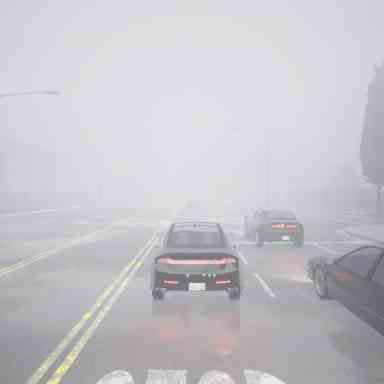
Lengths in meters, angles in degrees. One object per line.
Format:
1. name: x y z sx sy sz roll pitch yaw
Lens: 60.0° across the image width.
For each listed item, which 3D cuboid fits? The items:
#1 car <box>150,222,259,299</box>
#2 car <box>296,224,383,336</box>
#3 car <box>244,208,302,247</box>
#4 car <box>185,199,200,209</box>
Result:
1. car: 0.086 1.492 8.417 2.128 1.511 4.902 0 0 0
2. car: 3.591 1.547 5.370 2.033 1.411 5.357 0 0 0
3. car: 3.574 1.505 15.116 1.837 1.490 4.892 0 0 0
4. car: 0.023 1.601 44.142 1.895 1.301 4.718 0 0 0
